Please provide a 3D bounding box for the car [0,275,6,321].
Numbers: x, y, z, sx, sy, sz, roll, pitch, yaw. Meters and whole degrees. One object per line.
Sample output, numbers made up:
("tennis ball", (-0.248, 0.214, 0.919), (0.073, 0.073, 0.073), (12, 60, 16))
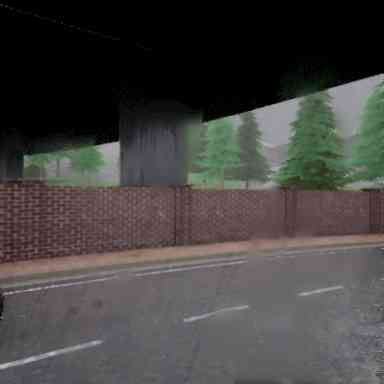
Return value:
("car", (-4.968, 1.546, 4.589), (4.181, 1.385, 1.994), (1, 0, -34))
